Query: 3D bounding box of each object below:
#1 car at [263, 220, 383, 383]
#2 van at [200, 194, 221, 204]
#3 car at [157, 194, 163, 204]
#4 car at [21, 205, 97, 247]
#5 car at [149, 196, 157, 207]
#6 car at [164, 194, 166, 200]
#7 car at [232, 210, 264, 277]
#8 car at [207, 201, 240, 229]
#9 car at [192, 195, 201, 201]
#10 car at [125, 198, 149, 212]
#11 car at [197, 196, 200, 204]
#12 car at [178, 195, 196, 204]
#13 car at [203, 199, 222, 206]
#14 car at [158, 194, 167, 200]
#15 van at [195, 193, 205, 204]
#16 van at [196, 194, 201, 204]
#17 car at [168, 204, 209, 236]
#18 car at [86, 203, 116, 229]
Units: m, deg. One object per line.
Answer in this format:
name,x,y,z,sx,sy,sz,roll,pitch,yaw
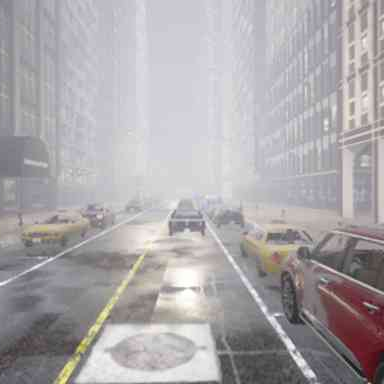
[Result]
car,2.618,1.295,4.096,2.192,1.841,5.009,0,0,-1
van,2.015,1.263,32.583,1.690,1.788,3.998,0,0,-1
car,-6.967,1.427,60.893,1.887,1.381,4.507,0,0,-1
car,-5.997,1.529,15.145,1.752,1.417,4.829,0,0,-1
car,-6.725,1.499,49.499,1.802,1.307,4.206,0,0,-1
car,-7.208,1.396,72.286,2.008,1.369,4.403,0,0,-1
car,2.495,1.497,9.964,1.752,1.417,4.829,0,0,-1
car,2.258,1.500,21.191,2.008,1.369,4.403,0,0,-1
car,1.049,1.347,78.162,1.947,1.339,4.313,0,0,-1
car,-6.483,1.515,38.104,1.947,1.339,4.313,0,0,-1
car,1.896,1.451,38.281,1.887,1.381,4.507,0,0,-1
car,-0.752,1.417,40.799,1.837,1.490,4.892,0,0,-1
car,2.137,1.519,26.887,1.802,1.307,4.206,0,0,-1
car,-7.451,1.243,83.681,1.967,1.590,4.097,0,0,-1
van,1.411,1.181,61.069,1.690,1.788,3.998,0,0,-1
van,1.532,1.198,55.371,1.690,1.788,3.998,0,0,-1
car,-0.283,1.570,18.322,1.895,1.301,4.718,0,0,-1
car,-6.122,1.432,21.014,1.967,1.590,4.097,0,0,-1
